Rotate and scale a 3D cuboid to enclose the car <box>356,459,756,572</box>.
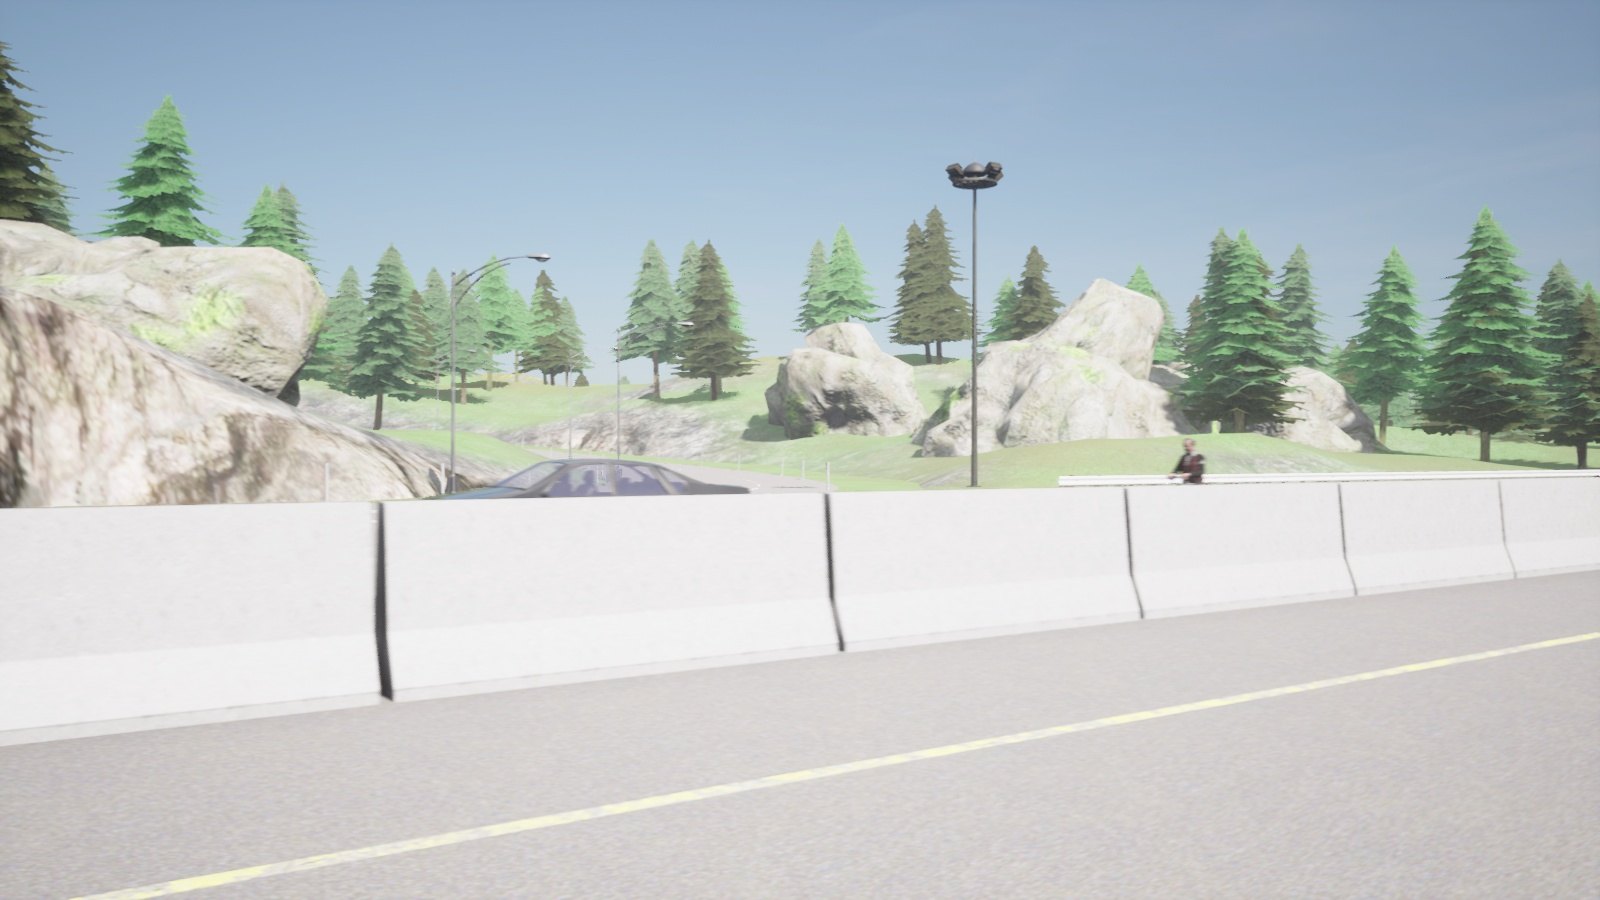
[{"bbox_3d":[-3.454,0.845,18.312,5.357,1.411,2.033,0,0,-35],"label":"car"}]
